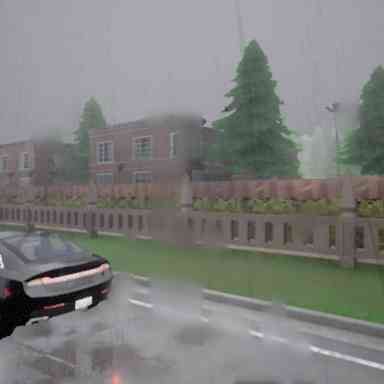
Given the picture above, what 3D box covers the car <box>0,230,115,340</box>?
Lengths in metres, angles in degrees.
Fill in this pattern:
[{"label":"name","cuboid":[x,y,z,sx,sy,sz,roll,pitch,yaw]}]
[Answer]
[{"label":"car","cuboid":[-3.656,1.518,6.584,4.902,1.511,2.128,0,0,36]}]
